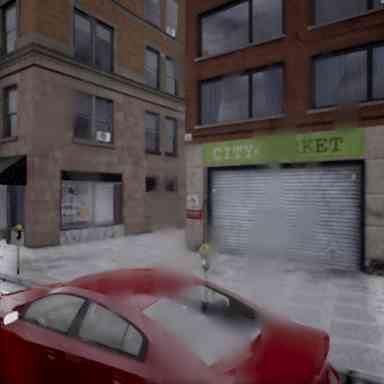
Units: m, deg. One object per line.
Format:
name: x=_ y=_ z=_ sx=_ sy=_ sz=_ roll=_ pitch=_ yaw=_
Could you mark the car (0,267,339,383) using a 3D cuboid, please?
car: x=-0.837 y=1.547 z=3.676 sx=4.507 sy=1.381 sz=1.887 roll=0 pitch=0 yaw=36
